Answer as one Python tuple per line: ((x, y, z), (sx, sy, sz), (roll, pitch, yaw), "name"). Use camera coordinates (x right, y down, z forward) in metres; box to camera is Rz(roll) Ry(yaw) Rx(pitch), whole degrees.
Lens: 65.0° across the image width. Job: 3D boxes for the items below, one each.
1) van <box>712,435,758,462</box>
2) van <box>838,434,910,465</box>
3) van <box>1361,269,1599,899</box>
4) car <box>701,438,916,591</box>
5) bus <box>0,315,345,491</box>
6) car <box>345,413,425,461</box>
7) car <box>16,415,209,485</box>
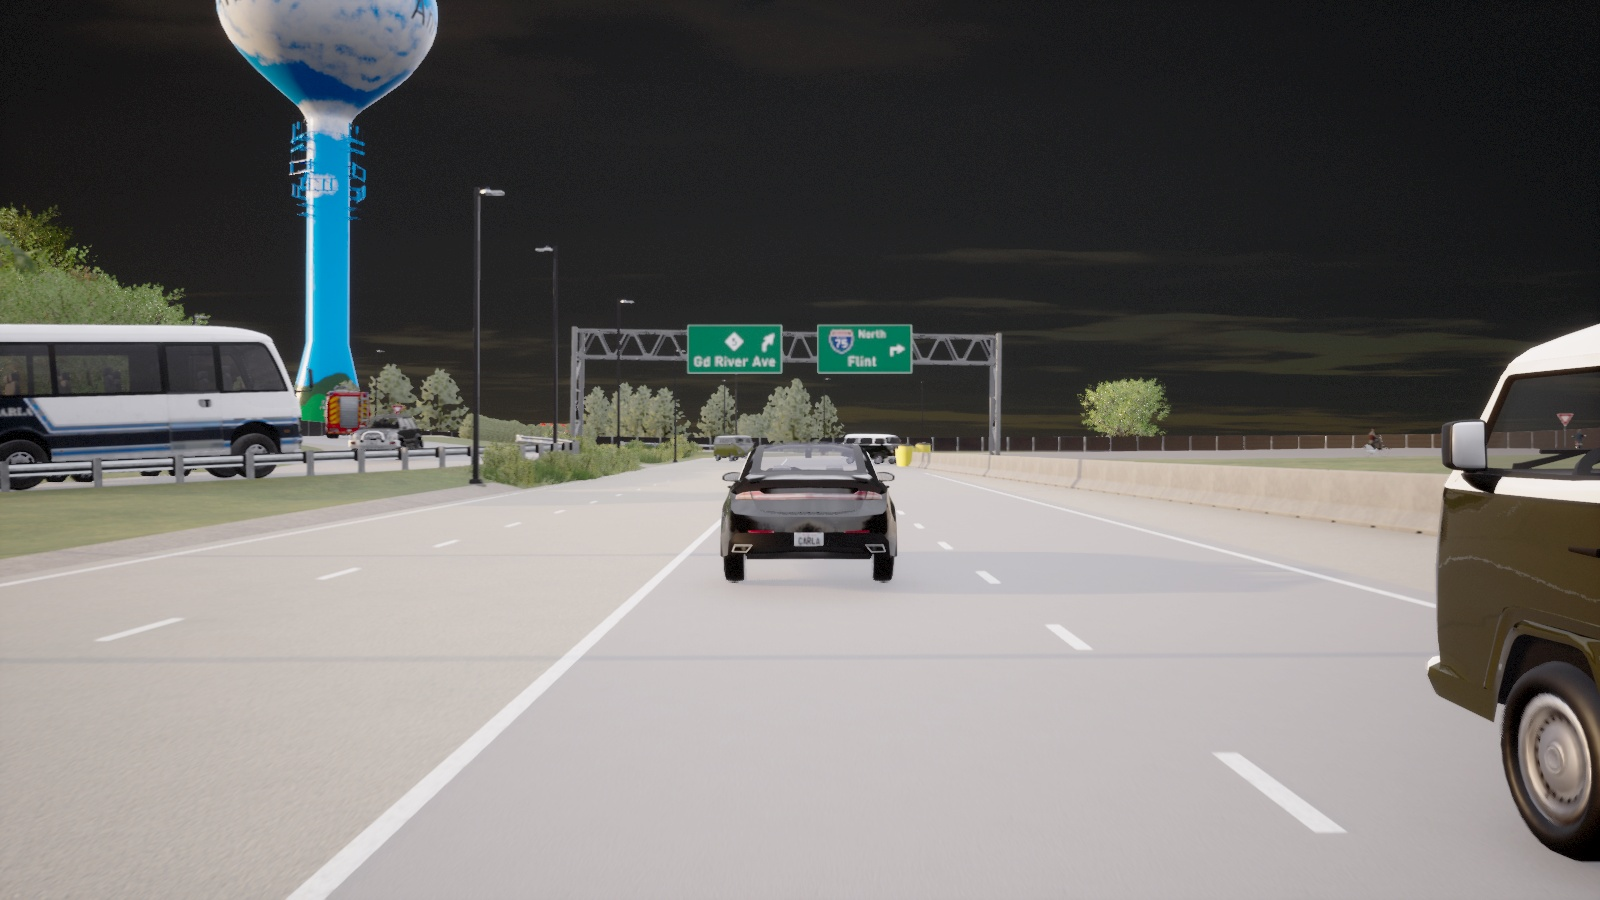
((-4.928, -0.119, 94.679), (1.775, 1.987, 4.442), (0, 1, -27), "van")
((4.913, -0.052, 83.629), (4.480, 2.038, 2.069), (0, 1, 43), "van")
((3.535, 0.455, 3.368), (2.069, 2.038, 4.480), (0, 0, 0), "van")
((0.100, 0.621, 14.875), (2.128, 1.511, 4.902), (0, 0, 0), "car")
((-18.314, -1.254, 34.001), (10.273, 4.253, 3.944), (-4, 0, -41), "bus")
((-16.703, -0.571, 50.809), (1.932, 1.855, 4.605), (0, 2, -3), "car")
((-20.393, -0.048, 37.434), (1.932, 1.855, 4.605), (0, 2, 33), "car")
